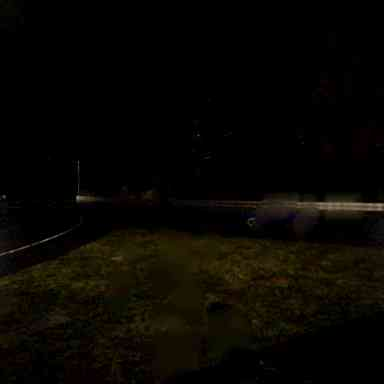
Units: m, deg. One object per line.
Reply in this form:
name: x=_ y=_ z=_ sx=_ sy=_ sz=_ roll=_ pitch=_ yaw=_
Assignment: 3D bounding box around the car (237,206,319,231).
car: x=5.359 y=1.576 z=20.780 sx=4.718 sy=1.301 sz=1.895 roll=0 pitch=0 yaw=32
